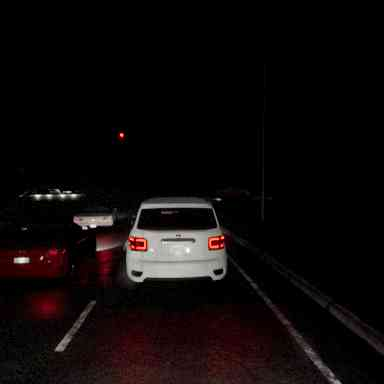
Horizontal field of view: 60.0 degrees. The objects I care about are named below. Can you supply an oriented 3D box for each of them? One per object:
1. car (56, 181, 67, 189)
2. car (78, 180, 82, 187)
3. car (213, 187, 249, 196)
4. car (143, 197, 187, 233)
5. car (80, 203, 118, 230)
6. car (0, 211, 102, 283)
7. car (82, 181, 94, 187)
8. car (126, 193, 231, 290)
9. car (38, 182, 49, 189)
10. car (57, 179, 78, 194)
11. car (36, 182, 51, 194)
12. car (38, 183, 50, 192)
[{"bbox_3d":[-28.238,-1.491,71.734,1.882,1.535,5.008,-1,3,-25],"label":"car"},{"bbox_3d":[-28.904,-2.208,81.459,2.150,2.045,5.566,-1,3,-25],"label":"car"},{"bbox_3d":[5.262,0.011,44.998,5.008,1.535,1.882,0,3,-22],"label":"car"},{"bbox_3d":[-1.663,1.140,18.675,2.128,1.511,4.902,0,2,-9],"label":"car"},{"bbox_3d":[-5.113,1.272,18.225,1.895,1.301,4.718,0,2,-9],"label":"car"},{"bbox_3d":[-4.035,1.476,9.505,1.994,1.385,4.181,0,1,-5],"label":"car"},{"bbox_3d":[-25.716,-1.965,82.918,2.033,1.411,5.357,-1,3,-25],"label":"car"},{"bbox_3d":[-0.475,1.132,9.079,2.150,2.045,5.566,0,1,-4],"label":"car"},{"bbox_3d":[-31.665,-1.381,70.807,2.033,1.411,5.357,-1,3,-25],"label":"car"},{"bbox_3d":[-20.066,-0.851,53.584,2.150,2.045,5.566,-1,3,-22],"label":"car"},{"bbox_3d":[-23.206,-0.518,52.040,1.882,1.535,5.008,-1,3,-23],"label":"car"},{"bbox_3d":[-27.205,-0.906,61.119,2.033,1.411,5.357,-1,3,-24],"label":"car"}]
